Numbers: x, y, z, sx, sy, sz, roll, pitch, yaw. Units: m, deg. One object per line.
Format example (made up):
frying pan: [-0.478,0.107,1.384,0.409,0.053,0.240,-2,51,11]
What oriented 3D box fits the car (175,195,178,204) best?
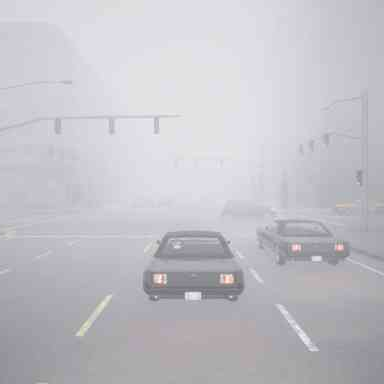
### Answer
car: [-3.984,1.505,60.106,1.837,1.490,4.892,0,0,1]

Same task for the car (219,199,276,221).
car: [4.509,1.379,27.084,4.553,1.767,2.097,0,0,0]

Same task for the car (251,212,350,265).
car: [3.542,1.601,11.655,1.895,1.301,4.718,0,0,0]

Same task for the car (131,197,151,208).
car: [-7.547,1.505,47.854,1.837,1.490,4.892,0,0,0]

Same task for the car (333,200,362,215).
car: [17.189,1.533,34.278,5.008,1.535,1.882,0,0,0]

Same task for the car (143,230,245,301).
car: [0.038,1.601,8.267,1.895,1.301,4.718,0,0,0]

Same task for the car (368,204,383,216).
car: [3.593,1.221,1.903,2.150,2.045,5.566,0,0,0]

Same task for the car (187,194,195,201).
car: [-0.159,1.355,87.252,2.097,1.767,4.553,0,0,1]

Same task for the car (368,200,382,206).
car: [19.254,1.547,30.777,4.902,1.511,2.128,0,0,0]

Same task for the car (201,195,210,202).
car: [3.248,1.595,77.408,1.895,1.301,4.718,0,0,1]

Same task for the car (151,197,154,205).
car: [-7.516,1.547,58.421,2.033,1.411,5.357,0,0,0]

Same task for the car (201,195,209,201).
car: [3.343,1.553,87.383,1.994,1.385,4.181,0,0,1]

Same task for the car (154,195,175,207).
car: [-4.065,1.547,50.263,2.033,1.411,5.357,0,0,0]
